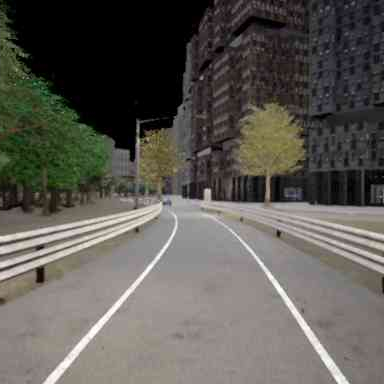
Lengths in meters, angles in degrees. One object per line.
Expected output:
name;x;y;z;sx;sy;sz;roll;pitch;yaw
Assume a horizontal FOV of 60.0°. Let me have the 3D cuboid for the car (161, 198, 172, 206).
car;-5.021;1.901;62.593;1.812;1.442;4.674;0;0;-17
